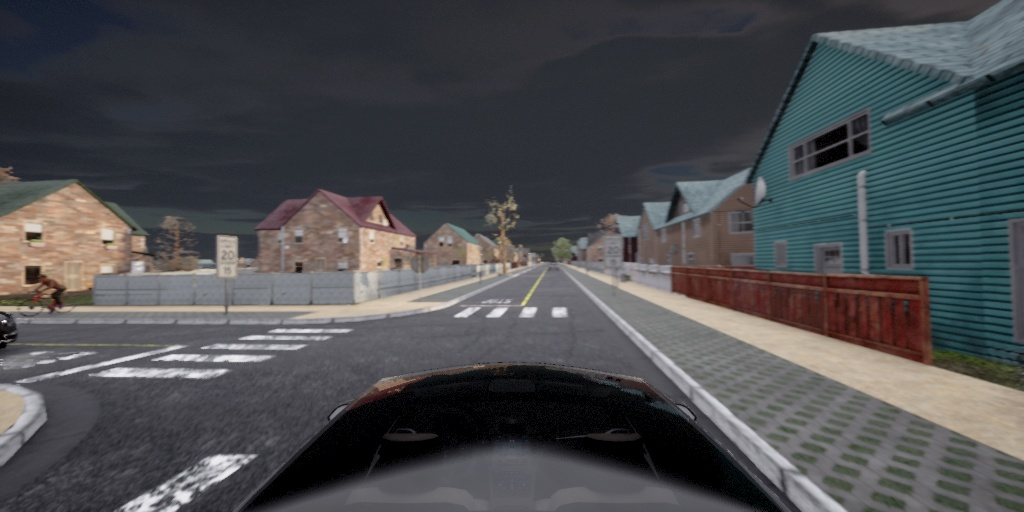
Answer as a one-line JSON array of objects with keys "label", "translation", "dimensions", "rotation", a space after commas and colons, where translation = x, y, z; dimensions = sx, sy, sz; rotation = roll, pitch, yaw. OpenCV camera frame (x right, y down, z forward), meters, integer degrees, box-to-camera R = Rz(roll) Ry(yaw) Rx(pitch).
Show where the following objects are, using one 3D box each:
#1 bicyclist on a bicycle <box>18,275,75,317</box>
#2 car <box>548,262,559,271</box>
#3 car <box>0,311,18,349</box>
[{"label": "bicyclist on a bicycle", "translation": [-18.649, 1.568, 14.423], "dimensions": [0.582, 1.620, 1.656], "rotation": [-1, -1, 6]}, {"label": "car", "translation": [7.441, 1.913, 64.529], "dimensions": [2.128, 1.511, 4.902], "rotation": [-1, -1, 6]}, {"label": "car", "translation": [-14.082, 1.540, 8.050], "dimensions": [4.902, 1.511, 2.128], "rotation": [-1, -1, 6]}]
